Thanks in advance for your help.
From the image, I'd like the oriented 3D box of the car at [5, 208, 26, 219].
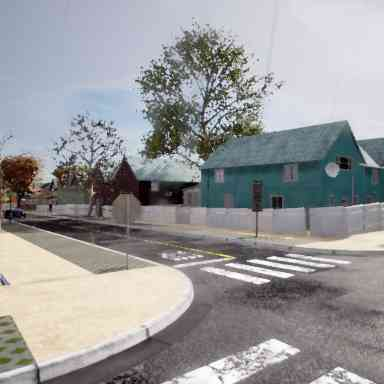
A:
[{"bbox_3d":[-23.308,2.748,43.920,1.994,1.385,4.181,1,-2,-36],"label":"car"}]
